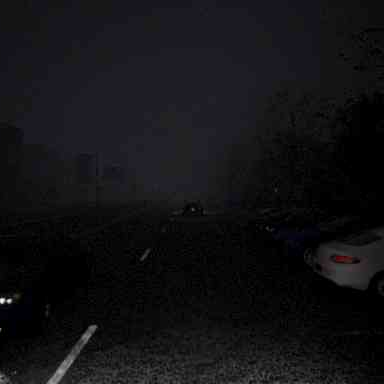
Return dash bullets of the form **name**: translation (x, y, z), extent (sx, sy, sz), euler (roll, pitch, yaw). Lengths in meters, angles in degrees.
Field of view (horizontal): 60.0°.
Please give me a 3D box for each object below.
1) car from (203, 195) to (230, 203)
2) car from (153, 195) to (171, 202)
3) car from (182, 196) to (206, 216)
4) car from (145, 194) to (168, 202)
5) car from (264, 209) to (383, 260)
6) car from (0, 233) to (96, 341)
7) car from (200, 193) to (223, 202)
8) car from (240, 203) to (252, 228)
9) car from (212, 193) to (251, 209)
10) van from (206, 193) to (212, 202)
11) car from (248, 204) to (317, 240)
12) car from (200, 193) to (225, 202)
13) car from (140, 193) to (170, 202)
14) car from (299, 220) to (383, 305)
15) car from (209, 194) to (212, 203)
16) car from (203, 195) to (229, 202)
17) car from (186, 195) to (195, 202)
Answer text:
- **car**: translation (5.057, 1.361, 68.109), extent (5.366, 1.575, 1.946), euler (0, -1, 0)
- **car**: translation (-7.538, 1.569, 83.952), extent (4.553, 1.767, 2.185), euler (0, -1, -1)
- **car**: translation (0.078, 1.329, 30.170), extent (1.812, 1.442, 4.674), euler (-1, -1, 0)
- **car**: translation (-7.372, 1.243, 68.774), extent (4.553, 1.767, 2.185), euler (0, -1, -1)
- **car**: translation (5.091, 1.432, 10.465), extent (5.008, 1.535, 2.097), euler (0, 0, 0)
- **car**: translation (-3.338, 1.534, 6.462), extent (1.994, 1.385, 4.181), euler (0, 0, 0)
- **car**: translation (4.698, 1.395, 81.949), extent (5.566, 2.045, 2.435), euler (0, -1, -1)
- **car**: translation (5.083, 1.442, 17.014), extent (4.674, 1.452, 2.002), euler (0, 0, 0)
- **car**: translation (5.119, 1.166, 41.349), extent (4.553, 1.767, 2.185), euler (0, 0, 0)
- **van**: translation (4.779, 1.102, 65.315), extent (4.442, 1.987, 1.878), euler (0, -1, 0)
- **car**: translation (5.080, 1.418, 13.738), extent (4.892, 1.521, 2.231), euler (0, 0, 0)
- **car**: translation (4.770, 1.259, 76.489), extent (5.566, 2.045, 2.435), euler (0, -1, -1)
- **car**: translation (-7.562, 1.329, 65.853), extent (5.366, 1.575, 1.946), euler (0, -1, 0)
- **car**: translation (5.083, 1.486, 7.316), extent (4.674, 1.452, 2.002), euler (0, 0, 0)
- **car**: translation (5.046, 1.319, 44.520), extent (4.674, 1.452, 2.002), euler (0, 0, 0)
- **car**: translation (5.034, 1.401, 70.770), extent (5.366, 1.575, 1.946), euler (0, -1, -1)
- **car**: translation (-0.395, 1.680, 84.890), extent (2.128, 1.511, 4.902), euler (0, -2, 2)
